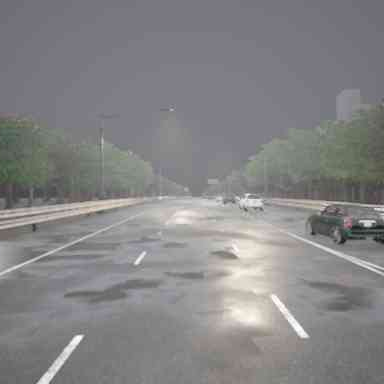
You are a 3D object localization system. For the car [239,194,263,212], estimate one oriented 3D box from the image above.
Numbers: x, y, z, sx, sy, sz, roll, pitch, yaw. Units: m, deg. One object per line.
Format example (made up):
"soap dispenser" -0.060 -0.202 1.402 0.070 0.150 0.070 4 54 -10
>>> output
"car" 7.018 1.232 39.792 2.150 2.045 5.566 0 0 0

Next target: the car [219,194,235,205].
"car" 7.101 1.354 64.444 2.150 2.045 5.566 0 0 0

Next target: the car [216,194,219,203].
"car" 7.199 1.539 81.573 2.150 2.045 5.566 0 -1 0

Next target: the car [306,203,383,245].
"car" 7.113 1.356 15.707 2.097 1.767 4.553 0 0 -2
